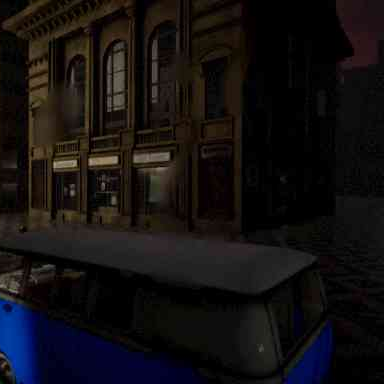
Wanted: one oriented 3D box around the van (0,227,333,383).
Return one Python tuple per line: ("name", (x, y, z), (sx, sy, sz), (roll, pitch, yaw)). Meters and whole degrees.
("van", (-0.660, 1.341, 3.435), (3.998, 1.788, 1.690), (0, 0, 36))
